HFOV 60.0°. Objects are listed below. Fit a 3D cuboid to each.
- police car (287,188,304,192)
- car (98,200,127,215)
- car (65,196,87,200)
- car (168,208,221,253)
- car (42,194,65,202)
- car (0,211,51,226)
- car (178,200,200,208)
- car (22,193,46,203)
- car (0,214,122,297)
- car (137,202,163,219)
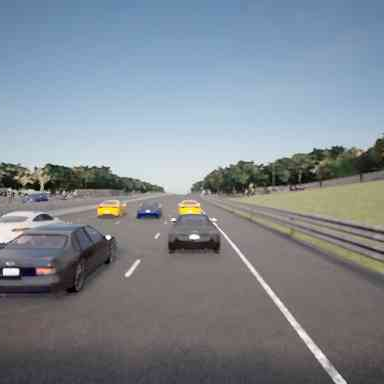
[{"bbox_3d":[23.760,-0.362,76.550,1.930,1.638,5.238,0,-4,-15],"label":"police car"},{"bbox_3d":[-7.236,1.480,30.601,1.882,1.535,5.008,0,0,-1],"label":"car"},{"bbox_3d":[-18.467,1.471,54.593,2.128,1.511,4.902,0,0,-1],"label":"car"},{"bbox_3d":[0.071,1.567,13.797,1.994,1.385,4.181,0,0,0],"label":"car"},{"bbox_3d":[-21.951,1.526,54.504,2.033,1.411,5.357,0,0,-1],"label":"car"},{"bbox_3d":[-6.932,1.529,14.249,1.812,1.442,4.674,0,0,0],"label":"car"},{"bbox_3d":[-0.234,1.482,30.592,1.882,1.535,5.008,0,0,-1],"label":"car"},{"bbox_3d":[-25.450,1.198,54.348,2.150,2.045,5.566,0,0,-1],"label":"car"},{"bbox_3d":[-3.400,1.548,8.767,2.033,1.411,5.357,0,0,0],"label":"car"},{"bbox_3d":[-3.715,1.568,29.678,1.994,1.385,4.181,0,0,-1],"label":"car"}]
